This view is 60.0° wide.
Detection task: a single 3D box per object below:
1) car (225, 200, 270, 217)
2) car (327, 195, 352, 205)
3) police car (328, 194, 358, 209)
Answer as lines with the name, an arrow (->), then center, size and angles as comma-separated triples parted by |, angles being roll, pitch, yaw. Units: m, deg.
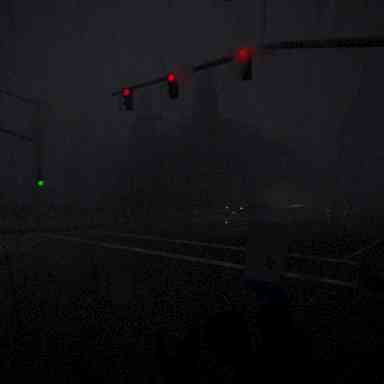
car -> 4.923, 1.378, 29.214 | 1.895, 1.301, 4.718 | 0, 0, 42
car -> 20.905, 1.075, 46.962 | 1.895, 1.301, 4.718 | 0, 0, 42
police car -> 16.962, 1.002, 37.279 | 1.930, 1.638, 5.238 | 0, 0, 42
